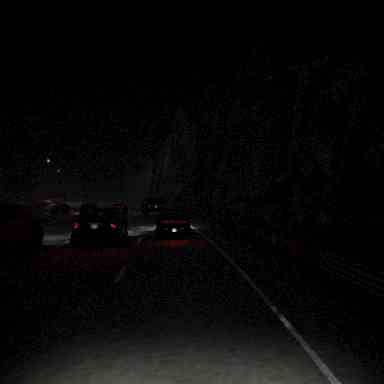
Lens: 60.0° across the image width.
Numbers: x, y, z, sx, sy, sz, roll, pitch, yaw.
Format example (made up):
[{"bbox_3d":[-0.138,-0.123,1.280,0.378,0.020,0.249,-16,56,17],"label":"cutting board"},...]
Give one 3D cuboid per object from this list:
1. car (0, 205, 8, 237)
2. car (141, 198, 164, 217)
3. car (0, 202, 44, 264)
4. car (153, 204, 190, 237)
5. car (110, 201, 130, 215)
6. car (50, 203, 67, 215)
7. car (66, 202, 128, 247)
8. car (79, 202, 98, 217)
[{"bbox_3d":[-11.481,1.590,16.903,2.097,1.767,4.553,0,-1,-6],"label":"car"},{"bbox_3d":[-4.358,1.642,37.199,2.150,2.045,5.566,0,0,-14],"label":"car"},{"bbox_3d":[-7.526,1.395,12.461,2.150,2.045,5.566,0,0,-5],"label":"car"},{"bbox_3d":[-1.210,1.721,19.472,1.837,1.490,4.892,0,0,-7],"label":"car"},{"bbox_3d":[-9.028,1.978,41.222,2.128,1.511,4.902,0,-1,-15],"label":"car"},{"bbox_3d":[-16.295,2.049,41.315,1.812,1.442,4.674,0,-1,-16],"label":"car"},{"bbox_3d":[-4.405,1.550,16.439,2.097,1.767,4.553,0,-1,-6],"label":"car"},{"bbox_3d":[-11.976,1.980,38.695,1.837,1.490,4.892,0,0,-14],"label":"car"}]
